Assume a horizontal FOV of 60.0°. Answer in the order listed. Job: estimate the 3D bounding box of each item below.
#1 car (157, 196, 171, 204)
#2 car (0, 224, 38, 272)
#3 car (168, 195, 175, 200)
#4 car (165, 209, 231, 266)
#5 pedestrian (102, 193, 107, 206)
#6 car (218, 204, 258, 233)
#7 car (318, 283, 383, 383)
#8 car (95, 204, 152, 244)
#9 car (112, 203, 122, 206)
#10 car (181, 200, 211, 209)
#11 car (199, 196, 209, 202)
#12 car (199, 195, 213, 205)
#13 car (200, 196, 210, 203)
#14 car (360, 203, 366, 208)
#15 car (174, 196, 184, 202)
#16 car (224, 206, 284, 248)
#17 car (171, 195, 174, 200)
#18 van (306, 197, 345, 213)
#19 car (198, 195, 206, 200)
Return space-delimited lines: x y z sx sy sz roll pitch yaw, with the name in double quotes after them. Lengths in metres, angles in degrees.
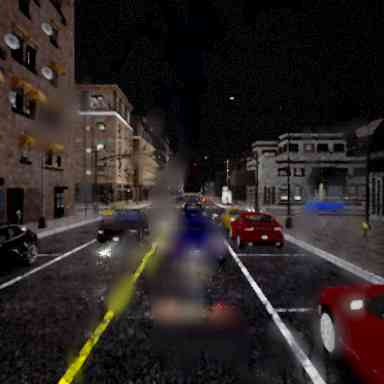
-5.692 1.570 64.074 2.008 1.369 4.403 0 0 0 "car"
-5.695 1.563 8.832 1.947 1.339 4.313 0 0 0 "car"
-5.690 1.583 92.387 1.752 1.417 4.829 0 0 0 "car"
0.102 1.522 11.387 1.812 1.442 4.674 0 0 0 "car"
-12.627 1.072 47.803 0.375 1.860 0.375 0 0 0 "pedestrian"
2.686 1.521 20.390 1.752 1.417 4.829 0 0 0 "car"
2.685 1.543 3.129 1.887 1.381 4.507 0 0 0 "car"
-3.091 1.543 16.186 2.033 1.411 5.357 0 0 0 "car"
-5.695 1.522 25.752 1.752 1.417 4.829 0 0 0 "car"
0.101 1.560 24.500 1.994 1.385 4.181 0 0 0 "car"
2.689 1.584 75.480 2.008 1.369 4.403 0 0 0 "car"
2.688 1.453 58.389 1.967 1.590 4.097 0 0 0 "car"
2.689 1.608 69.782 1.802 1.307 4.206 0 0 0 "car"
25.489 1.562 45.143 4.829 1.417 1.752 0 0 0 "car"
-2.995 1.580 81.179 2.033 1.411 5.357 0 0 0 "car"
2.686 1.541 14.523 1.887 1.381 4.507 0 0 0 "car"
-5.691 1.583 75.468 2.008 1.369 4.403 0 0 0 "car"
14.660 1.407 36.682 3.998 1.788 1.690 0 0 0 "van"
2.691 1.609 92.569 2.008 1.369 4.403 -1 0 0 "car"
